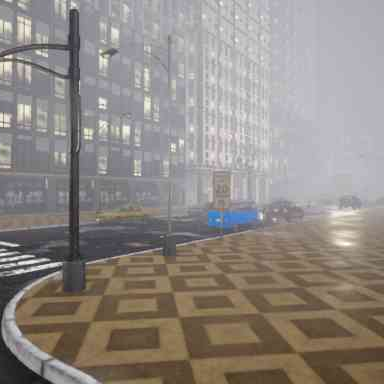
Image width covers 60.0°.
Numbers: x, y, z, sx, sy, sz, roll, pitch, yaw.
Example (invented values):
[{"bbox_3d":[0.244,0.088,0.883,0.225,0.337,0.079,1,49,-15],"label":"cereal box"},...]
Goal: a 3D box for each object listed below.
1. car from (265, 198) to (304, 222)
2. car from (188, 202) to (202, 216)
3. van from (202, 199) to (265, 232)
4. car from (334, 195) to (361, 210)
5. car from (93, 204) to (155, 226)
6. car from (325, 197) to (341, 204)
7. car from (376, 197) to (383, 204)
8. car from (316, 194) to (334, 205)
[{"bbox_3d":[7.574,1.472,26.884,1.967,1.590,4.097,0,0,38],"label":"car"},{"bbox_3d":[1.327,1.604,31.687,1.802,1.307,4.206,0,0,38],"label":"car"},{"bbox_3d":[2.616,1.368,20.251,1.690,1.788,3.998,0,0,38],"label":"van"},{"bbox_3d":[21.138,1.368,44.528,2.192,1.841,5.009,0,0,38],"label":"car"},{"bbox_3d":[-4.776,1.540,23.960,1.752,1.417,4.829,0,0,38],"label":"car"},{"bbox_3d":[28.454,1.624,66.975,2.008,1.369,4.403,0,0,38],"label":"car"},{"bbox_3d":[38.091,1.658,66.582,1.947,1.339,4.313,0,0,38],"label":"car"},{"bbox_3d":[25.064,1.381,62.565,2.192,1.841,5.009,0,0,38],"label":"car"}]
